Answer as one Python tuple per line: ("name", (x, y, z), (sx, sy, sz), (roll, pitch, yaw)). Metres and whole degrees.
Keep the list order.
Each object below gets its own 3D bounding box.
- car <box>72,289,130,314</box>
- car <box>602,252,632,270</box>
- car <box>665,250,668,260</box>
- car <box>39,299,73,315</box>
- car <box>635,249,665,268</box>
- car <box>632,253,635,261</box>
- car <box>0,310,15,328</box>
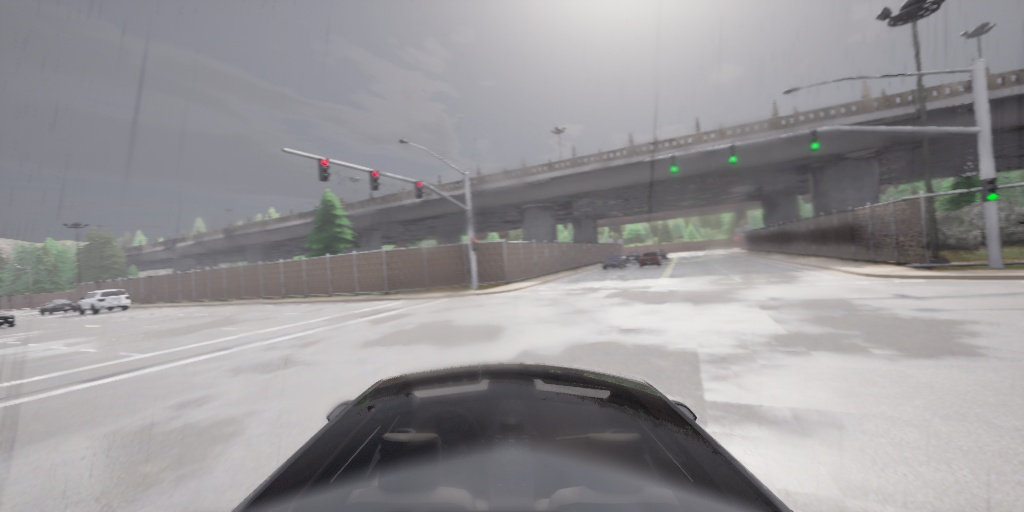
("car", (-37.711, 4.196, 33.123), (5.566, 2.045, 2.150), (-5, 0, 26))
("car", (10.726, 0.642, 37.399), (2.033, 1.411, 5.357), (-5, 0, 26))
("car", (21.298, -0.187, 51.426), (1.837, 1.490, 4.892), (-5, 0, 26))
("car", (-48.116, 5.379, 38.096), (4.674, 1.442, 1.812), (-5, 0, 26))
("car", (13.934, 0.302, 36.032), (1.882, 1.535, 5.008), (-5, -1, 26))
("car", (17.429, 0.117, 51.447), (2.128, 1.511, 4.902), (-5, 0, 26))
("car", (-35.750, 4.366, 24.292), (4.718, 1.301, 1.895), (-5, 0, 26))
